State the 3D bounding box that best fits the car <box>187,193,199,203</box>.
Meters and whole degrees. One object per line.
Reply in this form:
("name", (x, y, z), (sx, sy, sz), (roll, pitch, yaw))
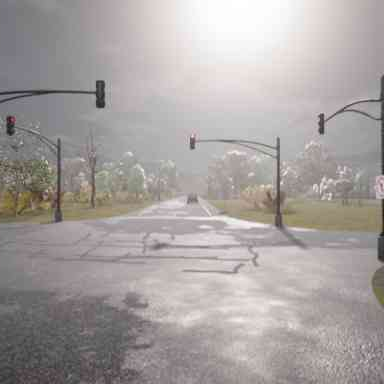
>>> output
("car", (0.158, 1.262, 67.595), (2.150, 2.045, 5.566), (0, 0, 0))
